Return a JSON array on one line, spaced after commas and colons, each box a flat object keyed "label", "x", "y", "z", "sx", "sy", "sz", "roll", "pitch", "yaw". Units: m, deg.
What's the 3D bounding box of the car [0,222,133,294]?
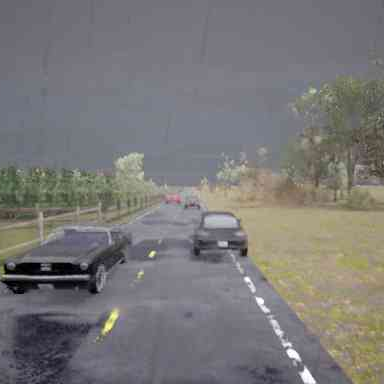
[{"label": "car", "x": -2.853, "y": 1.532, "z": 8.704, "sx": 1.895, "sy": 1.301, "sz": 4.718, "roll": 0, "pitch": 0, "yaw": 0}]

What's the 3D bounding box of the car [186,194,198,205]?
[{"label": "car", "x": -0.008, "y": 1.065, "z": 51.506, "sx": 1.837, "sy": 1.490, "sz": 4.892, "roll": 0, "pitch": 1, "yaw": 0}]

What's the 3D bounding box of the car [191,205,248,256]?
[{"label": "car", "x": 0.960, "y": 1.425, "z": 12.605, "sx": 1.812, "sy": 1.442, "sz": 4.674, "roll": 0, "pitch": 0, "yaw": 0}]

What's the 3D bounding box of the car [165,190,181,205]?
[{"label": "car", "x": -2.837, "y": 0.795, "z": 49.956, "sx": 2.150, "sy": 2.045, "sz": 5.566, "roll": 0, "pitch": 1, "yaw": 0}]

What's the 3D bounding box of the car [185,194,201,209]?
[{"label": "car", "x": 0.067, "y": 1.215, "z": 39.590, "sx": 2.033, "sy": 1.411, "sz": 5.357, "roll": 0, "pitch": 0, "yaw": 0}]
